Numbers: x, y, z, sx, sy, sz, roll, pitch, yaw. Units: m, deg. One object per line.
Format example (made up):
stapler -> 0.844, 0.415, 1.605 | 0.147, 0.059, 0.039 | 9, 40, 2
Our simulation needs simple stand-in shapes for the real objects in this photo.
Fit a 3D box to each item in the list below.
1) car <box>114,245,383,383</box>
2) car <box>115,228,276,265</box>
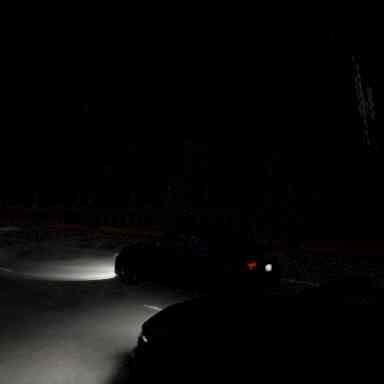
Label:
car -> 1.515, 1.529, 2.912 | 4.674, 1.442, 1.812 | -1, 0, 35
car -> 0.015, 1.604, 8.282 | 4.181, 1.385, 1.994 | -1, 0, 36
